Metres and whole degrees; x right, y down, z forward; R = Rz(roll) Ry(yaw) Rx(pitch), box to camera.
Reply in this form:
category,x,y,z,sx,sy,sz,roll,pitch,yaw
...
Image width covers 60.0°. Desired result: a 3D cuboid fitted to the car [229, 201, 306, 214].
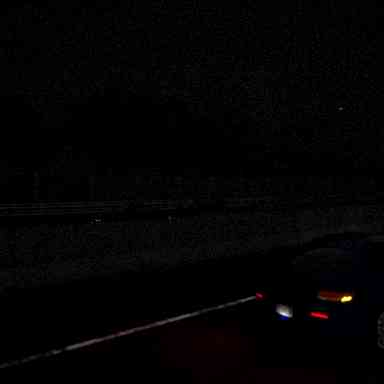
category,x,y,z,sx,sy,sz,roll,pitch,yaw
car,4.860,1.351,20.233,5.008,1.535,1.882,-1,0,-35

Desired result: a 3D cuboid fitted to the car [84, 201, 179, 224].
category,x,y,z,sx,sy,sz,roll,pitch,yaw
car,-3.494,1.404,18.655,5.008,1.535,1.882,0,0,-35

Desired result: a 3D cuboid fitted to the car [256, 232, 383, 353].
category,x,y,z,sx,sy,sz,roll,pitch,yaw
car,3.169,1.469,6.006,4.674,1.442,1.812,-1,0,-35

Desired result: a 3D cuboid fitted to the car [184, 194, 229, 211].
category,x,y,z,sx,sy,sz,roll,pitch,yaw
car,0.810,0.824,25.942,4.553,1.767,2.097,-1,0,-35
